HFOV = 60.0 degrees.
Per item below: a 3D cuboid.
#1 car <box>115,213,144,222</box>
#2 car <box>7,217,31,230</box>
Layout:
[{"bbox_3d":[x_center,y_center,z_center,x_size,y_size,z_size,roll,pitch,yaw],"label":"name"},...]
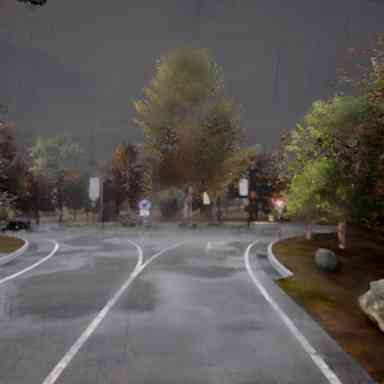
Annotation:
[{"bbox_3d":[-10.553,4.354,56.577,4.902,1.511,2.128,2,-4,-23],"label":"car"},{"bbox_3d":[-18.203,3.314,35.072,1.895,1.301,4.718,1,-4,-22],"label":"car"}]
